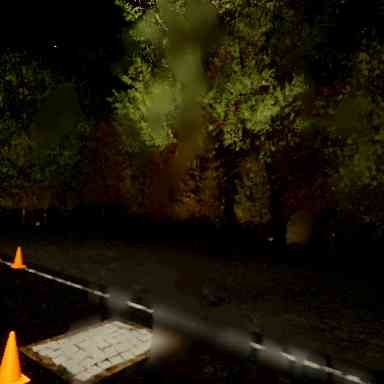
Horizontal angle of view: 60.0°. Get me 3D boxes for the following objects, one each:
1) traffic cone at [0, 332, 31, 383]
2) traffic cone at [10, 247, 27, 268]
[{"bbox_3d":[-2.157,1.972,3.973,0.340,0.580,0.340,2,-2,37],"label":"traffic cone"},{"bbox_3d":[-5.178,1.943,9.961,0.340,0.580,0.340,2,-2,37],"label":"traffic cone"}]
